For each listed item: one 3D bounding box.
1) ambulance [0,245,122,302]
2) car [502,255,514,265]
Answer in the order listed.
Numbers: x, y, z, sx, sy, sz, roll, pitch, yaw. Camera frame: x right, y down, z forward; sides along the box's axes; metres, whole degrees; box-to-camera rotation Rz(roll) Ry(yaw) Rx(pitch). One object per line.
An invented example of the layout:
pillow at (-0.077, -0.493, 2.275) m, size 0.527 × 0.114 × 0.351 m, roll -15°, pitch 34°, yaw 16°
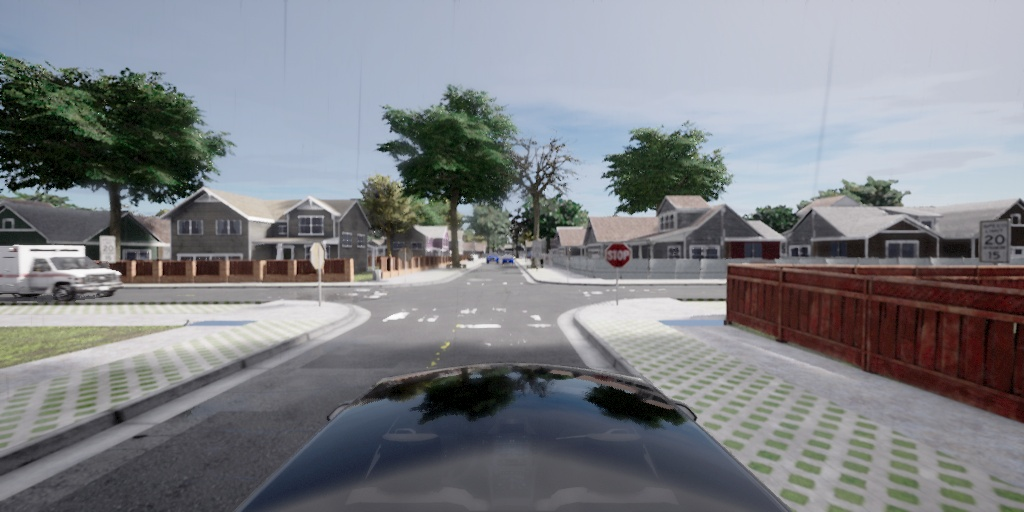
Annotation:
ambulance at (-21.540, 0.760, 16.093) m, size 6.366 × 2.431 × 2.351 m, roll 0°, pitch 1°, yaw 0°
car at (-0.691, 0.676, 61.421) m, size 1.882 × 1.535 × 5.008 m, roll 0°, pitch 1°, yaw -1°
